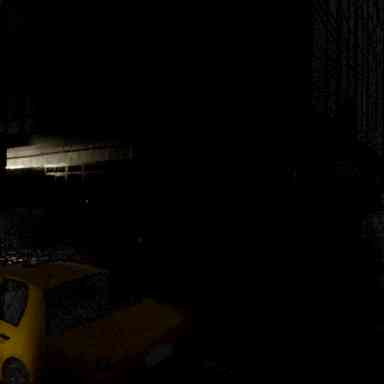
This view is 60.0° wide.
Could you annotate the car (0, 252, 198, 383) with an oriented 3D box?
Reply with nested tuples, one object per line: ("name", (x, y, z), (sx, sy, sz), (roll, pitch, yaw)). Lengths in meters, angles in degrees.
("car", (-2.163, 1.498, 4.504), (4.829, 1.417, 1.752), (0, 0, 36))

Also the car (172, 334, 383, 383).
("car", (2.281, 1.558, 1.334), (4.403, 1.369, 2.008), (0, 0, 36))
